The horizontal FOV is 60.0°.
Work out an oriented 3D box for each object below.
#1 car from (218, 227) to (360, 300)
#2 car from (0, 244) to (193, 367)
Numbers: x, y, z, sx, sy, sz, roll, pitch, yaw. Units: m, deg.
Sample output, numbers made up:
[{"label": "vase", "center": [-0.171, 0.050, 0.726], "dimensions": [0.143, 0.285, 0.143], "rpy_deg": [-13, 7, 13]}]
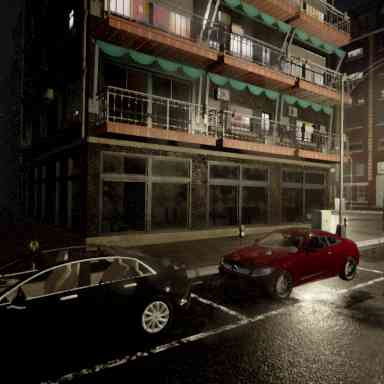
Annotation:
[{"label": "car", "center": [2.584, 1.585, 8.354], "dimensions": [4.206, 1.307, 1.802], "rpy_deg": [0, 1, -36]}, {"label": "car", "center": [-2.041, 1.551, 5.047], "dimensions": [4.403, 1.369, 2.008], "rpy_deg": [0, 1, -36]}]
